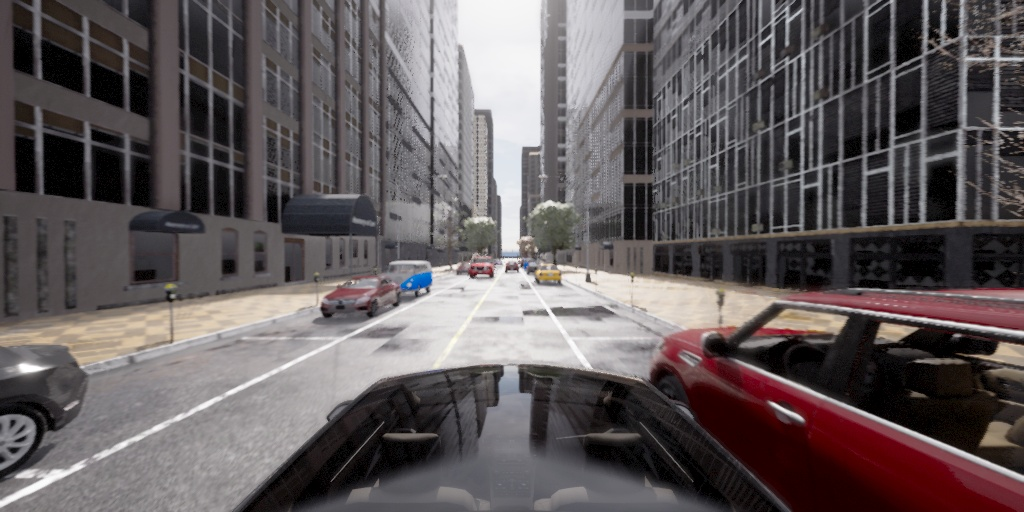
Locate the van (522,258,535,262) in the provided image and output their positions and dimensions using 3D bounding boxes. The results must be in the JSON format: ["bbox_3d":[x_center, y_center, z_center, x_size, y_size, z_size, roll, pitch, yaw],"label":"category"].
[{"bbox_3d":[2.555,1.267,52.785,1.690,1.789,3.998,0,0,0],"label":"van"}]

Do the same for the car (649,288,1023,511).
[{"bbox_3d":[2.532,1.066,1.947,2.192,1.841,5.009,0,0,0],"label":"car"}]

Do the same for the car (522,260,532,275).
[{"bbox_3d":[2.557,1.436,41.488,2.007,1.370,4.403,0,0,0],"label":"car"}]

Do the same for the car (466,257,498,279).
[{"bbox_3d":[-2.848,1.083,35.033,2.150,2.045,5.566,0,0,0],"label":"car"}]

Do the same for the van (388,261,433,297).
[{"bbox_3d":[-5.319,1.148,18.861,1.690,1.789,3.998,0,0,0],"label":"van"}]

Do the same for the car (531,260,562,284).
[{"bbox_3d":[2.745,1.294,28.068,1.801,1.575,5.366,0,0,0],"label":"car"}]

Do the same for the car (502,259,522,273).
[{"bbox_3d":[0.034,1.434,47.763,1.812,1.442,4.674,0,0,0],"label":"car"}]

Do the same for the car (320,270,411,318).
[{"bbox_3d":[-5.318,1.370,13.213,1.802,1.307,4.207,0,0,0],"label":"car"}]

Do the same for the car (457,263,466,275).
[{"bbox_3d":[-5.324,1.467,41.456,1.802,1.307,4.207,0,0,0],"label":"car"}]

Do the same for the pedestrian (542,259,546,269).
[{"bbox_3d":[2.745,1.143,31.049,0.375,1.860,0.375,-1,1,0],"label":"pedestrian"}]

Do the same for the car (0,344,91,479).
[{"bbox_3d":[-5.316,1.301,1.917,2.007,1.370,4.403,0,0,0],"label":"car"}]
